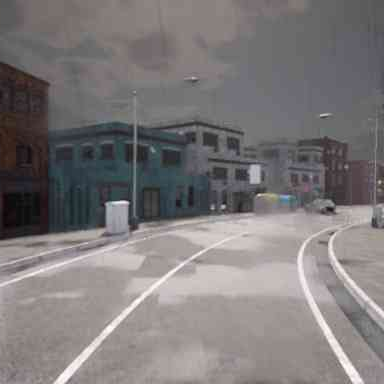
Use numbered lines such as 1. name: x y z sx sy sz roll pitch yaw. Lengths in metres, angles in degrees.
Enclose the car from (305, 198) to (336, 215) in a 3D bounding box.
1. car: 14.219 1.586 36.714 2.097 1.767 4.553 2 0 41
